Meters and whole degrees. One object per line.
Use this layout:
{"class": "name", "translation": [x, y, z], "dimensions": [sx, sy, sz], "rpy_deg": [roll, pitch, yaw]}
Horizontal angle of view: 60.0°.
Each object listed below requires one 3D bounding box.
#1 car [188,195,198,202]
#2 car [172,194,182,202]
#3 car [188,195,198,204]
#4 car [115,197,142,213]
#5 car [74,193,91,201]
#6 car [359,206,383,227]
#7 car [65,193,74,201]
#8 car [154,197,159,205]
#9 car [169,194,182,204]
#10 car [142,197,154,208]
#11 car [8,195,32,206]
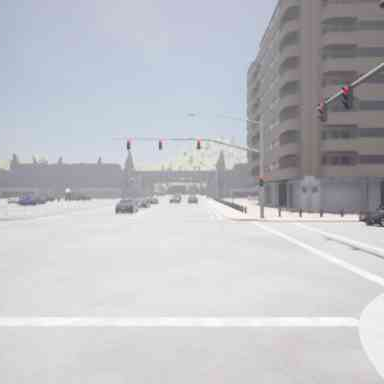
{"class": "car", "translation": [0.198, 1.342, 73.609], "dimensions": [2.033, 1.411, 5.357], "rpy_deg": [0, 0, 0]}
{"class": "car", "translation": [-3.302, 1.302, 73.619], "dimensions": [1.837, 1.490, 4.892], "rpy_deg": [0, 0, 0]}
{"class": "car", "translation": [0.174, 1.515, 64.632], "dimensions": [1.994, 1.385, 4.181], "rpy_deg": [0, 0, 0]}
{"class": "car", "translation": [-6.993, 1.478, 35.965], "dimensions": [1.837, 1.490, 4.892], "rpy_deg": [0, 0, 0]}
{"class": "car", "translation": [-24.347, 1.097, 75.052], "dimensions": [1.932, 1.855, 4.605], "rpy_deg": [0, 0, 0]}
{"class": "car", "translation": [13.294, 1.432, 21.260], "dimensions": [4.892, 1.490, 1.837], "rpy_deg": [-1, 0, 0]}
{"class": "car", "translation": [-27.241, 1.099, 75.125], "dimensions": [1.905, 1.878, 3.866], "rpy_deg": [0, 0, 0]}
{"class": "car", "translation": [-6.912, 1.520, 58.027], "dimensions": [1.994, 1.385, 4.181], "rpy_deg": [0, 0, 1]}
{"class": "car", "translation": [-3.326, 1.552, 64.673], "dimensions": [1.895, 1.301, 4.718], "rpy_deg": [0, 0, 0]}
{"class": "car", "translation": [-6.960, 1.455, 46.305], "dimensions": [2.128, 1.511, 4.902], "rpy_deg": [0, 0, 0]}
{"class": "car", "translation": [-30.055, 1.352, 57.675], "dimensions": [1.970, 1.475, 3.806], "rpy_deg": [0, 0, 0]}
